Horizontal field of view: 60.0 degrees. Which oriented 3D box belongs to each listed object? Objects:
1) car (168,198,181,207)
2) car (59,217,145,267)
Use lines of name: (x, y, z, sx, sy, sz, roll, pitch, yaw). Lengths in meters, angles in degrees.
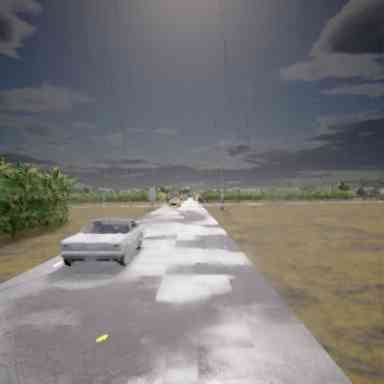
car: (-2.765, 1.735, 54.496, 1.882, 1.535, 5.008, 0, 0, 0)
car: (-2.853, 1.579, 11.526, 1.895, 1.301, 4.718, 0, 0, 0)
